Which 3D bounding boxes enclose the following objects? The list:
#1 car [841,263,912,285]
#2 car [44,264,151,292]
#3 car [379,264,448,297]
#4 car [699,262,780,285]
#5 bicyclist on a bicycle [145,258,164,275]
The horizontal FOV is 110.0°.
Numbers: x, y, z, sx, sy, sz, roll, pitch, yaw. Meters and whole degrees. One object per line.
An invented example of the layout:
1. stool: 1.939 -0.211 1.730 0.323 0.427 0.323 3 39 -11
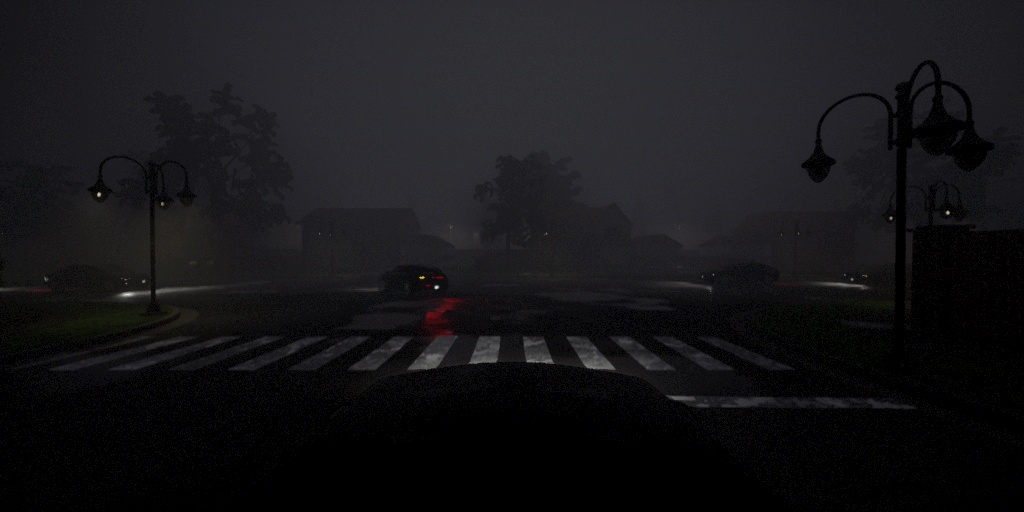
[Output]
1. car: 25.574 1.186 24.143 5.357 1.411 2.033 0 1 0
2. car: -23.357 1.191 20.375 4.892 1.490 1.837 0 1 0
3. car: -5.100 1.153 18.224 1.837 1.490 4.892 1 -1 -42
4. car: 15.240 1.144 24.141 4.892 1.490 1.837 0 1 0
5. bicyclist on a bicycle: -30.715 0.860 30.842 0.582 1.620 1.656 0 1 0
